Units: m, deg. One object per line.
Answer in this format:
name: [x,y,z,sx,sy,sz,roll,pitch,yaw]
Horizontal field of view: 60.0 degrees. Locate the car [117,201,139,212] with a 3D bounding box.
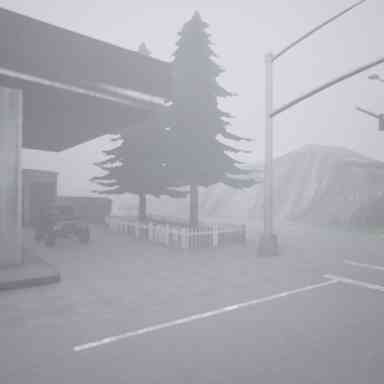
car: [-8.394,1.942,44.577,1.812,1.442,4.674,1,0,-35]

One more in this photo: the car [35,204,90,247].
car: [-6.631,1.572,16.765,1.905,1.878,3.866,1,0,-36]
